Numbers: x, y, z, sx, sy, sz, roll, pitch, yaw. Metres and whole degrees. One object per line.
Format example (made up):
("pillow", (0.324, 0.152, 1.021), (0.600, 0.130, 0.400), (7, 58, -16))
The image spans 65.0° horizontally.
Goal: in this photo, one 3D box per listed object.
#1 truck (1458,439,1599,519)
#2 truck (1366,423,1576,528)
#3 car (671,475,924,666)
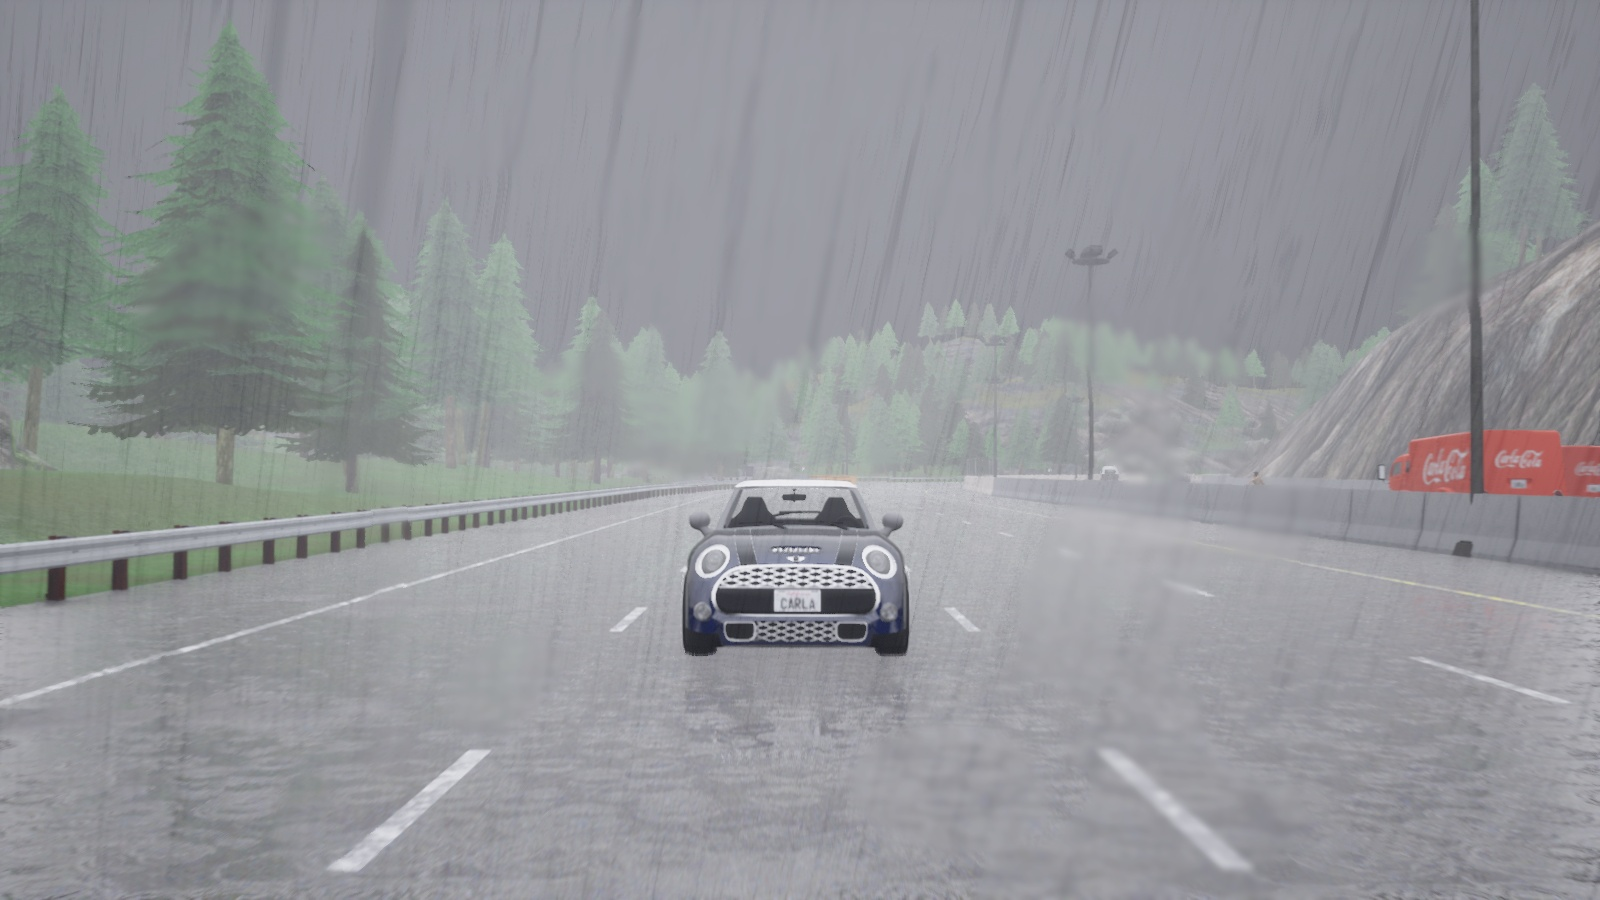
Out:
("truck", (24.397, 0.923, 41.429), (2.627, 2.467, 5.204), (0, -1, 0))
("truck", (17.417, 0.764, 33.006), (2.627, 2.467, 5.204), (0, -4, 0))
("car", (-0.029, 0.976, 11.711), (1.970, 1.475, 3.806), (0, -1, 0))
